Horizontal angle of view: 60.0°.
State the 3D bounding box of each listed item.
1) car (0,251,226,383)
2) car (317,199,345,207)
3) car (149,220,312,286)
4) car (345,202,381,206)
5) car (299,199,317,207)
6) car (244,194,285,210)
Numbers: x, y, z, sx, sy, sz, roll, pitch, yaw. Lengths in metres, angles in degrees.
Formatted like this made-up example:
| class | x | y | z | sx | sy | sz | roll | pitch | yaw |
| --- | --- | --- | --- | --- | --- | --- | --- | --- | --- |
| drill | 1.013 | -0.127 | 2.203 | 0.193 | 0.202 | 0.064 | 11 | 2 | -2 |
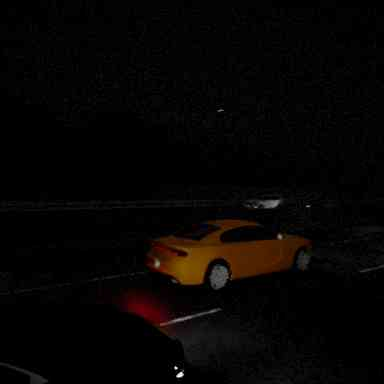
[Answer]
| class | x | y | z | sx | sy | sz | roll | pitch | yaw |
| --- | --- | --- | --- | --- | --- | --- | --- | --- | --- |
| car | -2.250 | 1.505 | 2.265 | 4.892 | 1.490 | 1.837 | 0 | 0 | -36 |
| car | 16.467 | 1.697 | 37.212 | 4.718 | 1.301 | 1.895 | 0 | 0 | -35 |
| car | 1.220 | 1.492 | 9.040 | 5.008 | 1.535 | 1.882 | 0 | 0 | -36 |
| car | 18.170 | 1.696 | 34.130 | 4.718 | 1.301 | 1.895 | 0 | 0 | -35 |
| car | 15.063 | 1.605 | 40.502 | 4.892 | 1.490 | 1.837 | 1 | 0 | -35 |
| car | 8.846 | 1.309 | 40.383 | 5.566 | 2.045 | 2.150 | 0 | 0 | -35 |
